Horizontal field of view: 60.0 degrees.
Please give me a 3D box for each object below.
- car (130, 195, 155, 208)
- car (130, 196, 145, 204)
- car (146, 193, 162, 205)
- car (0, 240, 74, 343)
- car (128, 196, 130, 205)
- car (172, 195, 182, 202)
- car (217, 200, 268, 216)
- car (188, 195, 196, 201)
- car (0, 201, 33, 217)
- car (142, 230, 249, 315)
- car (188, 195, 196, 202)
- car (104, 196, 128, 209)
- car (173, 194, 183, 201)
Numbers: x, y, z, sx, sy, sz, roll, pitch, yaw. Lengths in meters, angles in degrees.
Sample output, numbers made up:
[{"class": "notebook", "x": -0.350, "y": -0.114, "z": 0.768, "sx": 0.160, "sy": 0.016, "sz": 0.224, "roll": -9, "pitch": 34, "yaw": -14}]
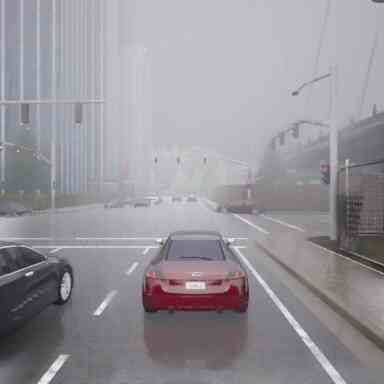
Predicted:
[{"class": "car", "x": -7.096, "y": 1.547, "z": 47.973, "sx": 2.033, "sy": 1.411, "sz": 5.357, "roll": 0, "pitch": 0, "yaw": 0}, {"class": "car", "x": -10.543, "y": 1.547, "z": 64.908, "sx": 2.033, "sy": 1.411, "sz": 5.357, "roll": 0, "pitch": 0, "yaw": 1}, {"class": "car", "x": -7.084, "y": 1.221, "z": 58.163, "sx": 2.150, "sy": 2.045, "sz": 5.566, "roll": 0, "pitch": 0, "yaw": 1}, {"class": "car", "x": -3.443, "y": 1.505, "z": 5.217, "sx": 1.837, "sy": 1.490, "sz": 4.892, "roll": 0, "pitch": 0, "yaw": 0}, {"class": "car", "x": -10.593, "y": 1.505, "z": 54.592, "sx": 1.837, "sy": 1.490, "sz": 4.892, "roll": 0, "pitch": 0, "yaw": 0}, {"class": "car", "x": -3.512, "y": 1.495, "z": 74.264, "sx": 1.837, "sy": 1.490, "sz": 4.892, "roll": 0, "pitch": 0, "yaw": 0}, {"class": "car", "x": 4.973, "y": 1.518, "z": 32.969, "sx": 5.008, "sy": 1.535, "sz": 1.882, "roll": 1, "pitch": 0, "yaw": 19}, {"class": "car", "x": -0.014, "y": 1.524, "z": 85.277, "sx": 1.812, "sy": 1.442, "sz": 4.674, "roll": 0, "pitch": 0, "yaw": 0}, {"class": "car", "x": -18.148, "y": 1.604, "z": 31.727, "sx": 5.357, "sy": 1.411, "sz": 2.033, "roll": 0, "pitch": 0, "yaw": 0}, {"class": "car", "x": 0.070, "y": 1.564, "z": 7.673, "sx": 1.994, "sy": 1.385, "sz": 4.181, "roll": 0, "pitch": 0, "yaw": 0}, {"class": "car", "x": -0.005, "y": 1.478, "z": 74.496, "sx": 1.882, "sy": 1.535, "sz": 5.008, "roll": 0, "pitch": 0, "yaw": 0}, {"class": "car", "x": -10.600, "y": 1.492, "z": 45.348, "sx": 2.128, "sy": 1.511, "sz": 4.902, "roll": 0, "pitch": 0, "yaw": 0}, {"class": "car", "x": -3.514, "y": 1.386, "z": 84.688, "sx": 2.128, "sy": 1.511, "sz": 4.902, "roll": 0, "pitch": 0, "yaw": 0}]
